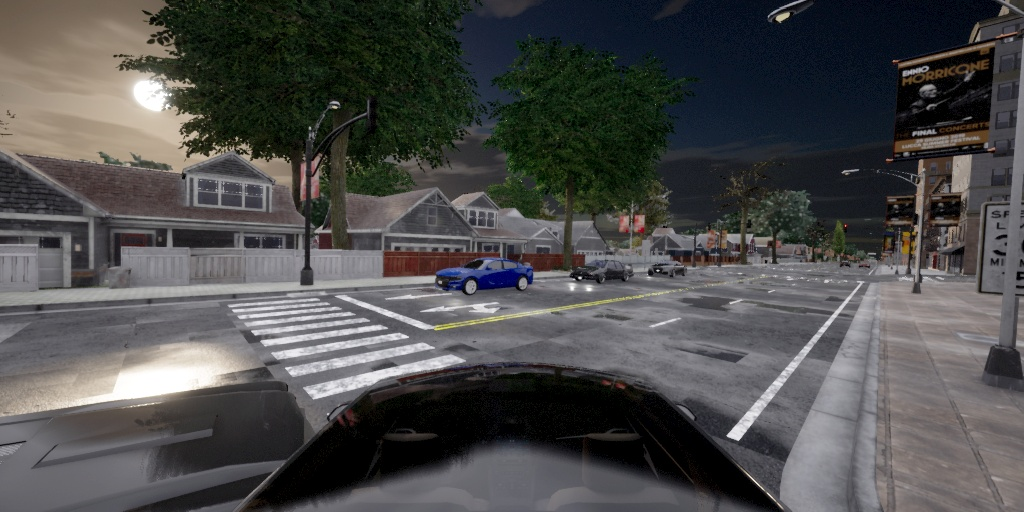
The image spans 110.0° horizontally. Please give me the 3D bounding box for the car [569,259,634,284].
[{"bbox_3d":[6.008,0.943,23.381,5.357,1.411,2.033,0,2,-44],"label":"car"}]

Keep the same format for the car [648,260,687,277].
[{"bbox_3d":[13.191,1.015,30.317,4.181,1.385,1.994,0,2,-44],"label":"car"}]

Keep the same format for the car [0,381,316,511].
[{"bbox_3d":[-3.309,1.292,1.257,4.718,1.301,1.895,1,2,-34],"label":"car"}]

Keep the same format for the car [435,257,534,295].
[{"bbox_3d":[-1.145,0.821,16.447,5.008,1.535,1.882,0,2,-44],"label":"car"}]
